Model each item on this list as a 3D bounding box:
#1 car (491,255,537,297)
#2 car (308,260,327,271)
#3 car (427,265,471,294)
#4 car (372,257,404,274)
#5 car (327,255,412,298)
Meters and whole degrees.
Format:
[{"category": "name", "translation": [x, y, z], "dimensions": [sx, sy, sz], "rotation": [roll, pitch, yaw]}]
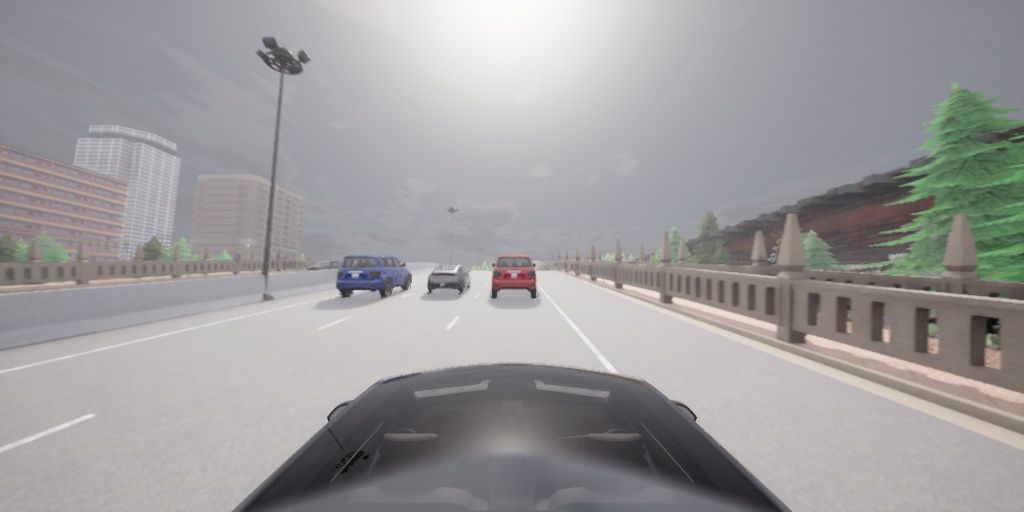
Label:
[{"category": "car", "translation": [0.097, 0.946, 18.660], "dimensions": [2.150, 2.045, 5.566], "rotation": [0, 0, 0]}, {"category": "car", "translation": [-21.078, 1.191, 40.650], "dimensions": [1.837, 1.490, 4.892], "rotation": [0, 0, 0]}, {"category": "car", "translation": [-3.403, 1.213, 19.999], "dimensions": [2.128, 1.511, 4.902], "rotation": [0, 0, 0]}, {"category": "car", "translation": [-14.077, 1.042, 41.112], "dimensions": [2.097, 1.767, 4.553], "rotation": [0, 0, 0]}, {"category": "car", "translation": [-6.902, 0.946, 18.482], "dimensions": [2.150, 2.045, 5.566], "rotation": [0, 0, 0]}]
